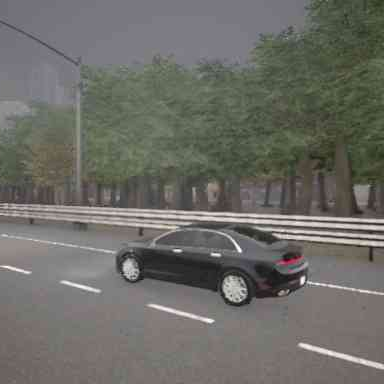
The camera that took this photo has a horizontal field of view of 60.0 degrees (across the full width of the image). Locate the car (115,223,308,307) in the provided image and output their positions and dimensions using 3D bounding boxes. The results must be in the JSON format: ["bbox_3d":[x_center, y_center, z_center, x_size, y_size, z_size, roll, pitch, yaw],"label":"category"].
[{"bbox_3d":[0.220,1.507,8.013,4.892,1.490,1.837,0,0,36],"label":"car"}]
